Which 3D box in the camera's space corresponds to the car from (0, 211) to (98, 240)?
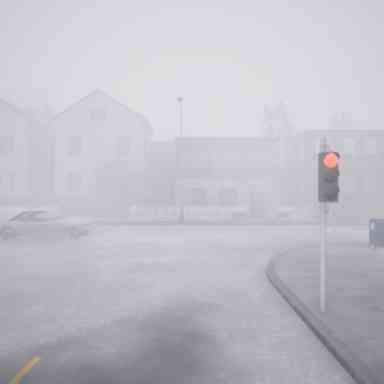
[{"bbox_3d":[-7.112,1.589,16.256,4.718,1.301,1.895,0,0,0],"label":"car"}]
